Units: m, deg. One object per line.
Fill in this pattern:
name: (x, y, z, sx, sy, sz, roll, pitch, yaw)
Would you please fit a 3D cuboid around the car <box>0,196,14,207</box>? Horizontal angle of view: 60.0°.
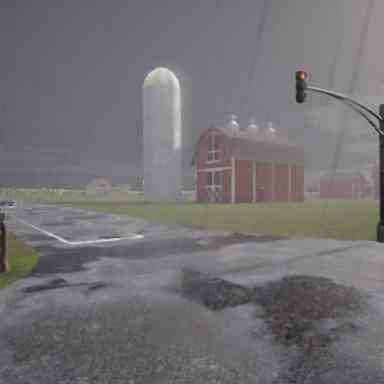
car: (-27.005, 1.293, 47.992, 1.837, 1.490, 4.892, 0, 0, -35)
